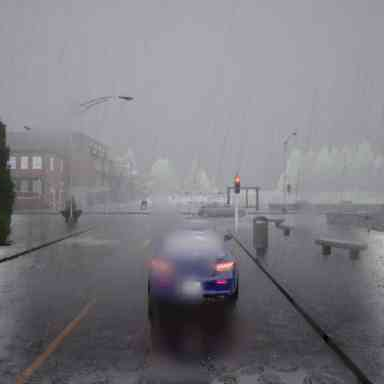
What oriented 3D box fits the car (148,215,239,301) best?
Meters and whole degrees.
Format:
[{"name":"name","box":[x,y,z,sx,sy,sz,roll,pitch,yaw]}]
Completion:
[{"name":"car","box":[0.041,1.526,8.225,1.812,1.442,4.674,0,0,1]}]

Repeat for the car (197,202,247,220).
[{"name":"car","box":[2.537,1.564,28.031,4.181,1.385,1.994,0,0,0]}]
